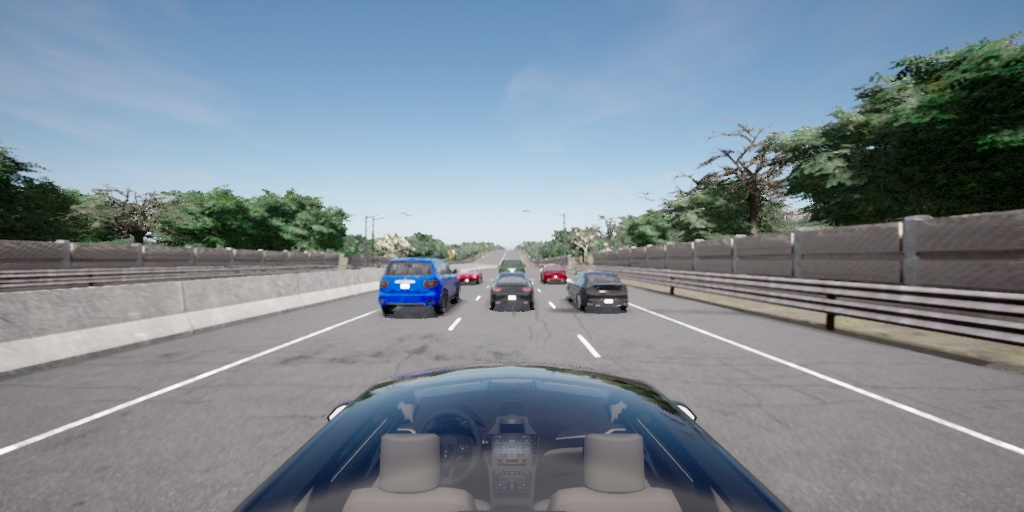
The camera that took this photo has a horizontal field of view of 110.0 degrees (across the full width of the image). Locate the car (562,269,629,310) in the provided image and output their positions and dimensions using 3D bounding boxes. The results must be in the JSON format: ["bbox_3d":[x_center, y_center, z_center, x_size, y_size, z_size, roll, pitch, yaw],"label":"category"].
[{"bbox_3d":[3.517,1.394,15.378,1.837,1.490,4.892,0,0,0],"label":"car"}]

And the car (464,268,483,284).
[{"bbox_3d":[-3.489,1.653,30.104,1.895,1.301,4.718,0,-1,0],"label":"car"}]

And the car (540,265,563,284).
[{"bbox_3d":[3.523,1.543,31.118,1.882,1.535,5.008,0,-1,1],"label":"car"}]

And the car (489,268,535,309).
[{"bbox_3d":[0.022,1.416,15.769,1.812,1.442,4.674,0,0,1],"label":"car"}]

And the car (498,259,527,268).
[{"bbox_3d":[0.003,1.268,29.445,2.150,2.045,5.566,0,0,0],"label":"car"}]

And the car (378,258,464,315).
[{"bbox_3d":[-3.493,1.102,14.433,2.150,2.045,5.566,0,0,0],"label":"car"}]
